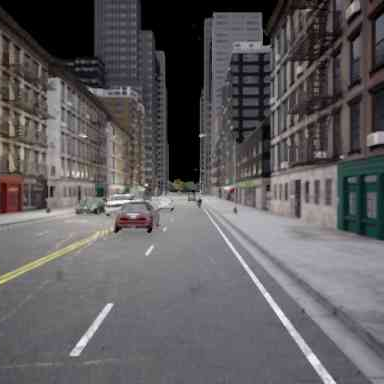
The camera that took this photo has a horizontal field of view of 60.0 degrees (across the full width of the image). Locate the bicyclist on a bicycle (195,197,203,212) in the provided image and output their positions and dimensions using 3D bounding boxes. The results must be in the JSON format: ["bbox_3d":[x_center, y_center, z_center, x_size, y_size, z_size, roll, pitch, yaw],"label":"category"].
[{"bbox_3d":[0.890,1.370,37.260,0.659,1.776,1.843,0,0,0],"label":"bicyclist on a bicycle"}]

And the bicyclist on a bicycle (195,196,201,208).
[{"bbox_3d":[0.887,1.438,47.502,0.866,1.612,1.509,0,0,0],"label":"bicyclist on a bicycle"}]

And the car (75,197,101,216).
[{"bbox_3d":[-9.838,1.351,32.857,2.097,1.767,4.553,0,0,0],"label":"car"}]

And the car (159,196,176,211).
[{"bbox_3d":[-3.154,1.526,41.184,1.812,1.442,4.674,0,0,0],"label":"car"}]

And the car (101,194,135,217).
[{"bbox_3d":[-6.594,1.221,31.518,2.150,2.045,5.566,0,0,0],"label":"car"}]

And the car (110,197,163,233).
[{"bbox_3d":[-3.152,1.351,19.912,2.097,1.767,4.553,0,0,0],"label":"car"}]

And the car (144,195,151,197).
[{"bbox_3d":[-9.756,1.462,72.968,1.812,1.442,4.674,0,0,0],"label":"car"}]

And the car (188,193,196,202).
[{"bbox_3d":[-0.007,1.532,77.302,2.128,1.511,4.902,0,0,0],"label":"car"}]

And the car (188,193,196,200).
[{"bbox_3d":[-0.009,1.217,92.959,2.150,2.045,5.566,0,0,0],"label":"car"}]
